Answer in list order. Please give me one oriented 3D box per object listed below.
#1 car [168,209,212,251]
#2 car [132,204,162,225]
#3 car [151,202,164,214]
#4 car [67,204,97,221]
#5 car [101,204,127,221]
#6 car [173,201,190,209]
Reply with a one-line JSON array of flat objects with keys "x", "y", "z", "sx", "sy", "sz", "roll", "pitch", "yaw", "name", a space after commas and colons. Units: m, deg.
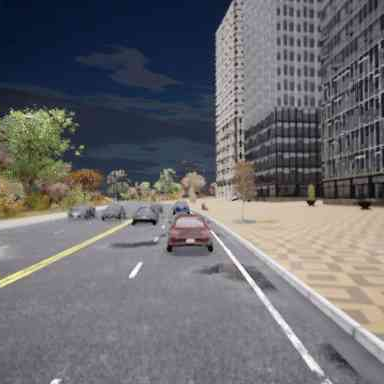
[{"x": -0.111, "y": 1.726, "z": 15.018, "sx": 1.812, "sy": 1.442, "sz": 4.674, "roll": 0, "pitch": -1, "yaw": -1, "name": "car"}, {"x": -3.823, "y": 1.953, "z": 27.985, "sx": 1.994, "sy": 1.385, "sz": 4.181, "roll": 0, "pitch": -1, "yaw": -3, "name": "car"}, {"x": -4.873, "y": 2.149, "z": 45.624, "sx": 2.128, "sy": 1.511, "sz": 4.902, "roll": 0, "pitch": -1, "yaw": -4, "name": "car"}, {"x": -10.716, "y": 1.960, "z": 32.734, "sx": 2.128, "sy": 1.511, "sz": 4.902, "roll": 0, "pitch": -1, "yaw": -3, "name": "car"}, {"x": -7.431, "y": 1.959, "z": 32.009, "sx": 1.837, "sy": 1.490, "sz": 4.892, "roll": 0, "pitch": -1, "yaw": -3, "name": "car"}, {"x": -1.446, "y": 1.969, "z": 43.323, "sx": 2.097, "sy": 1.767, "sz": 4.553, "roll": 0, "pitch": -1, "yaw": -4, "name": "car"}]
